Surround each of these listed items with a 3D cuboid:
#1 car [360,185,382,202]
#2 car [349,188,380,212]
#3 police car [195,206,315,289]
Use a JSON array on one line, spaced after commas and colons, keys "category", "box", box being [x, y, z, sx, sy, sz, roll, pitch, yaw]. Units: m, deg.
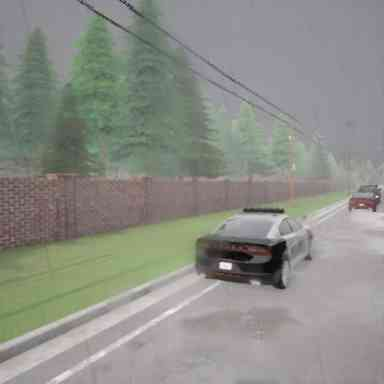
[{"category": "car", "box": [19.876, 0.198, 37.291, 2.150, 2.045, 5.566, 0, 2, 31]}, {"category": "car", "box": [13.983, 0.736, 27.103, 1.882, 1.535, 5.008, 0, 2, 30]}, {"category": "police car", "box": [1.967, 1.209, 8.873, 1.930, 1.638, 5.238, 0, 1, 30]}]
